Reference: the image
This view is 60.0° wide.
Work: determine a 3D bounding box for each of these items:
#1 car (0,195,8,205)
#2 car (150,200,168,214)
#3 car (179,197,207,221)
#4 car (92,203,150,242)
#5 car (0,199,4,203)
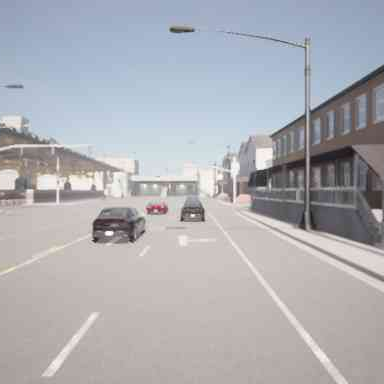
[{"bbox_3d":[-30.737,1.253,50.219,2.038,1.542,4.974,0,0,29],"label":"car"},{"bbox_3d":[-3.410,1.469,33.529,1.895,1.301,4.718,0,0,0],"label":"car"},{"bbox_3d":[0.069,1.403,26.097,1.837,1.490,4.892,0,0,0],"label":"car"},{"bbox_3d":[-3.401,1.441,16.096,1.837,1.490,4.892,0,0,0],"label":"car"},{"bbox_3d":[-30.762,1.096,50.173,1.853,1.218,4.536,0,0,29],"label":"car"}]
